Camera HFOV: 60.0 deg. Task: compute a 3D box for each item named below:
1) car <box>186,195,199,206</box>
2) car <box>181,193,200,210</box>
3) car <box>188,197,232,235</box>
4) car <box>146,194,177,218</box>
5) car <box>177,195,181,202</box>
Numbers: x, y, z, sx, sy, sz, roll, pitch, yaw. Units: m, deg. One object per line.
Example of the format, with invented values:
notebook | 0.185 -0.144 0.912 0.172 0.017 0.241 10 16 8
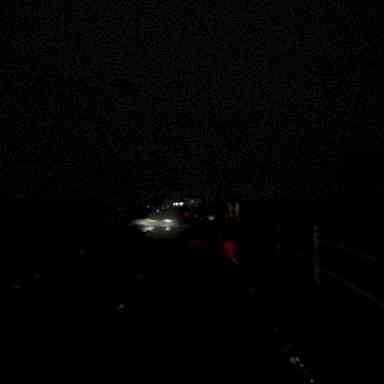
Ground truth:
car | 0.015 1.337 55.825 2.097 1.767 4.553 0 0 0
car | 0.052 1.198 41.828 2.150 2.045 5.566 0 -1 1
car | 0.966 1.338 18.750 2.097 1.767 4.553 0 0 0
car | -2.840 1.203 30.433 2.150 2.045 5.566 0 0 0
car | -2.732 1.481 71.202 2.128 1.511 4.902 0 0 0
